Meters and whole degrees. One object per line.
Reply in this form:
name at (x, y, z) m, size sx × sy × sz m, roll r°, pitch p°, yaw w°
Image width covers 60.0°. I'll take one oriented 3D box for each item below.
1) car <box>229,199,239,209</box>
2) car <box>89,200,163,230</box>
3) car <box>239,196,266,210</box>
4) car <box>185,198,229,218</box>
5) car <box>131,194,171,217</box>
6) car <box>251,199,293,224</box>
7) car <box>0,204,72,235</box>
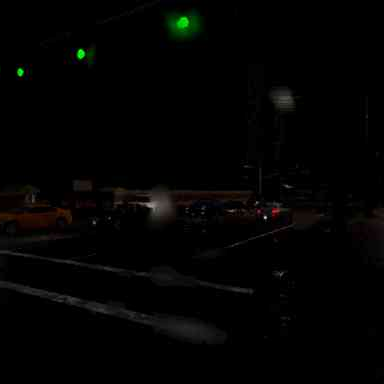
car at (5.480, 1.600, 44.511) m, size 1.895 × 1.301 × 4.718 m, roll 0°, pitch 0°, yaw 31°
car at (-4.328, 1.491, 21.112) m, size 2.128 × 1.511 × 4.902 m, roll 0°, pitch 0°, yaw 31°
car at (8.211, 1.351, 42.260) m, size 2.097 × 1.767 × 4.553 m, roll 0°, pitch 0°, yaw 31°
car at (1.260, 1.352, 30.560) m, size 2.097 × 1.767 × 4.553 m, roll 0°, pitch 0°, yaw 30°
car at (-4.014, 1.223, 28.522) m, size 2.150 × 2.045 × 5.566 m, roll 0°, pitch 0°, yaw 31°
car at (6.305, 1.542, 25.157) m, size 1.812 × 1.442 × 4.674 m, roll 0°, pitch 0°, yaw 31°
car at (-9.420, 1.477, 19.372) m, size 1.882 × 1.535 × 5.008 m, roll 0°, pitch 0°, yaw 31°
